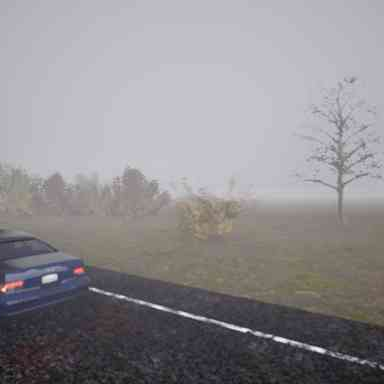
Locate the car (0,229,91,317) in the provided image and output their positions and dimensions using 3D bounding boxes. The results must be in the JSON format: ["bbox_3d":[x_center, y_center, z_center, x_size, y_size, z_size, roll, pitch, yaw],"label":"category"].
[{"bbox_3d":[-4.497,1.552,7.263,5.357,1.411,2.033,0,0,36],"label":"car"}]
